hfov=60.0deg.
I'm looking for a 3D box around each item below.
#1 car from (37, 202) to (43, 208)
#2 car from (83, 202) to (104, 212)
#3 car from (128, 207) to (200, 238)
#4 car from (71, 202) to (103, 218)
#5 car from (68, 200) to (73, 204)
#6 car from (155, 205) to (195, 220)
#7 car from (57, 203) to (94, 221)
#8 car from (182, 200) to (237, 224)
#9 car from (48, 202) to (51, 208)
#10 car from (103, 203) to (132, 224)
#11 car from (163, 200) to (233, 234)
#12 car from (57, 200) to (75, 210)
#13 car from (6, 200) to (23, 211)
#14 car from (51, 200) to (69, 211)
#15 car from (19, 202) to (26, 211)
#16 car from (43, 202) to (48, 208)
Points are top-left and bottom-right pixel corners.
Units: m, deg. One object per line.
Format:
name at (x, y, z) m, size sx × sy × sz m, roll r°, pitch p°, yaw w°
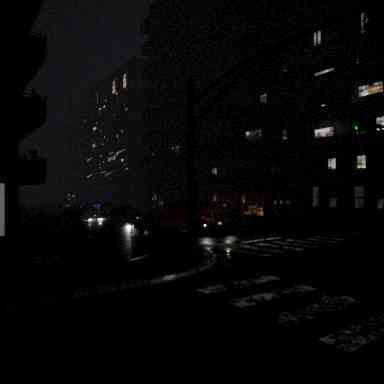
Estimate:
car at (-35.087, 3.050, 80.036) m, size 1.887 × 1.381 × 4.507 m, roll -1°, pitch 0°, yaw -36°
car at (-16.368, 2.433, 55.051) m, size 1.882 × 1.535 × 5.008 m, roll 0°, pitch -1°, yaw -36°
car at (-1.829, 1.833, 19.920) m, size 1.752 × 1.417 × 4.829 m, roll -1°, pitch 0°, yaw -36°
car at (-12.198, 2.234, 38.685) m, size 2.033 × 1.411 × 5.357 m, roll 0°, pitch -1°, yaw -36°
car at (-16.588, 2.245, 50.175) m, size 2.097 × 1.767 × 4.553 m, roll 0°, pitch -1°, yaw -36°
car at (-1.853, 2.045, 34.177) m, size 1.887 × 1.381 × 4.507 m, roll -1°, pitch 0°, yaw -36°
car at (-11.899, 2.163, 33.816) m, size 1.887 × 1.381 × 4.507 m, roll -1°, pitch 0°, yaw -36°
car at (1.464, 1.713, 29.592) m, size 2.192 × 1.841 × 5.009 m, roll -1°, pitch 0°, yaw -36°
car at (-28.446, 2.624, 70.865) m, size 2.192 × 1.841 × 5.009 m, roll -1°, pitch 0°, yaw -36°
car at (-6.048, 2.003, 30.181) m, size 1.837 × 1.490 × 4.892 m, roll 0°, pitch -1°, yaw -36°
car at (0.013, 1.532, 21.804) m, size 2.150 × 2.045 × 5.566 m, roll 0°, pitch -1°, yaw -36°
car at (-25.122, 2.524, 66.278) m, size 2.192 × 1.841 × 5.009 m, roll -1°, pitch 0°, yaw -36°
car at (-35.169, 2.640, 65.917) m, size 2.192 × 1.841 × 5.009 m, roll -1°, pitch 0°, yaw -36°
car at (-22.676, 2.570, 58.574) m, size 2.128 × 1.511 × 4.902 m, roll 0°, pitch -1°, yaw -36°
car at (-31.840, 2.770, 61.332) m, size 1.887 × 1.381 × 4.507 m, roll -1°, pitch 0°, yaw -36°
car at (-31.763, 2.973, 75.450) m, size 1.947 × 1.339 × 4.313 m, roll -1°, pitch 0°, yaw -36°
